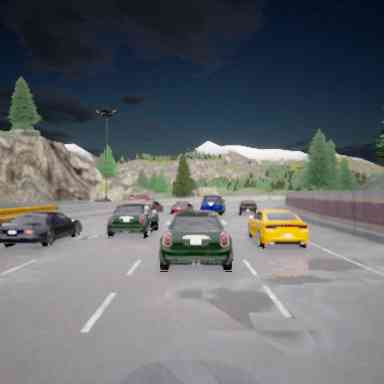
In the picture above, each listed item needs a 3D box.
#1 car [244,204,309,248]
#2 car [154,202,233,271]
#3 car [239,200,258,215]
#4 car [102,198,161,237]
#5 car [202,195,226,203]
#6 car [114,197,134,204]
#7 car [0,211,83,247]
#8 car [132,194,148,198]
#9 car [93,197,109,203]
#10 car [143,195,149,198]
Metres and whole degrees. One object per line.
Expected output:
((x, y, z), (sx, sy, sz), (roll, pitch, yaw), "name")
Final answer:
((3.735, 1.520, 15.103), (1.882, 1.535, 5.008), (0, 0, 2), "car")
((0.142, 1.384, 11.208), (2.097, 1.767, 4.553), (0, 0, 1), "car")
((6.031, 1.605, 35.593), (1.837, 1.490, 4.892), (0, 0, 10), "car")
((-3.101, 1.404, 18.377), (2.097, 1.767, 4.553), (0, 0, 3), "car")
((2.264, 1.319, 34.610), (2.150, 2.045, 5.566), (0, 0, 10), "car")
((-13.845, 1.788, 68.212), (1.895, 1.301, 4.718), (0, 0, 21), "car")
((-6.776, 1.592, 15.234), (2.033, 1.411, 5.357), (0, 0, 2), "car")
((-10.511, 1.414, 67.123), (2.150, 2.045, 5.566), (0, 0, 21), "car")
((-18.076, 1.742, 66.871), (1.994, 1.385, 4.181), (0, 0, 19), "car")
((-7.349, 1.745, 65.578), (1.994, 1.385, 4.181), (0, 0, 21), "car")
